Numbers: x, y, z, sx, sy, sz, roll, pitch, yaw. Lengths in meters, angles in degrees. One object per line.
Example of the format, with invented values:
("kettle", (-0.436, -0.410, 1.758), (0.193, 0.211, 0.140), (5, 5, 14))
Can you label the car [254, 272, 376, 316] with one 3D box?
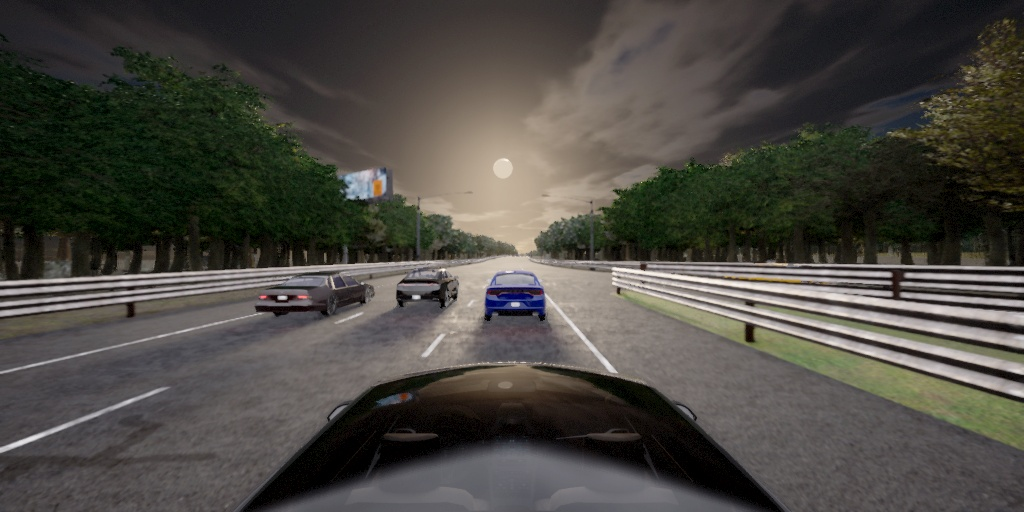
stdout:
("car", (-6.902, 1.308, 13.283), (2.033, 1.411, 5.357), (0, 0, 0))

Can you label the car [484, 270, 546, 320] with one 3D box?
("car", (0.098, 1.237, 12.725), (1.882, 1.535, 5.008), (0, 0, 0))

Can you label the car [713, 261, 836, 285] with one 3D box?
("car", (12.159, 1.002, 17.236), (1.801, 1.575, 5.366), (0, 0, -13))

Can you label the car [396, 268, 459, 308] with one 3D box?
("car", (-3.402, 1.255, 15.175), (2.128, 1.511, 4.902), (0, 0, 0))
